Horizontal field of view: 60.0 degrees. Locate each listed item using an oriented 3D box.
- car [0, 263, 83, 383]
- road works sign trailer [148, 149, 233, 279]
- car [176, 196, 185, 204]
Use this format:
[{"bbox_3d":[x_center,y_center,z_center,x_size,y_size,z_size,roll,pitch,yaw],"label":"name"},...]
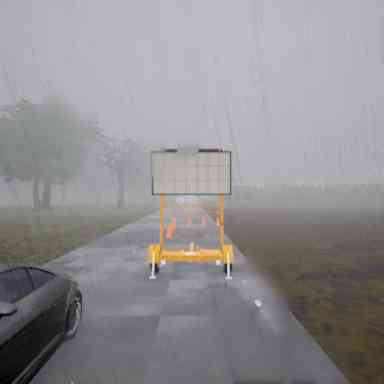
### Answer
[{"bbox_3d":[-2.756,1.576,3.757,1.994,1.385,4.181,0,0,0],"label":"car"},{"bbox_3d":[-0.007,0.499,10.148,2.380,3.560,2.880,0,0,1],"label":"road works sign trailer"},{"bbox_3d":[-2.852,1.983,83.116,2.150,2.045,5.566,0,-1,0],"label":"car"}]
